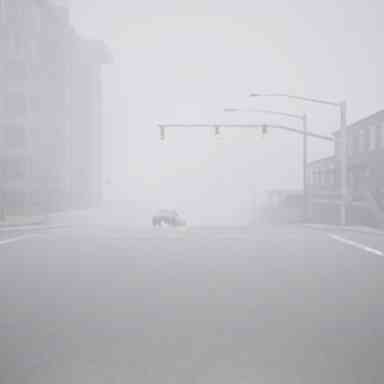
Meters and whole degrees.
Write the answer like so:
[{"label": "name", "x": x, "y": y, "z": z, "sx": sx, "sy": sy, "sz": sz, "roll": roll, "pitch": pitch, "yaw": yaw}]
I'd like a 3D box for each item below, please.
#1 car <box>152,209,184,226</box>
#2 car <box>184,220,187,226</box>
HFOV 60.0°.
[{"label": "car", "x": -2.086, "y": 2.165, "z": 28.062, "sx": 2.033, "sy": 1.411, "sz": 5.357, "roll": 0, "pitch": -5, "yaw": 3}, {"label": "car", "x": -1.583, "y": 3.740, "z": 37.935, "sx": 1.994, "sy": 1.385, "sz": 4.181, "roll": 0, "pitch": -12, "yaw": 3}]
